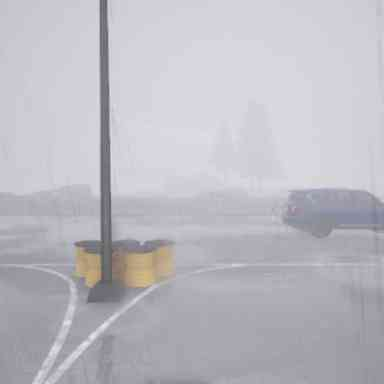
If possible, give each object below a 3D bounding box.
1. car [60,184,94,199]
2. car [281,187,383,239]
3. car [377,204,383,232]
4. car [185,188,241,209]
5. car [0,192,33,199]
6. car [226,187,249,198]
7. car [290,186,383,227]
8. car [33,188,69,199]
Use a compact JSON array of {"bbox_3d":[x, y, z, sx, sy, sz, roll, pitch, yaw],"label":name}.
[{"bbox_3d":[-14.510,0.122,39.368,5.566,2.045,2.150,0,2,0],"label":"car"},{"bbox_3d":[6.788,0.861,14.618,5.566,2.045,2.150,0,2,0],"label":"car"},{"bbox_3d":[9.128,1.271,11.135,4.674,1.442,1.812,0,2,0],"label":"car"},{"bbox_3d":[1.452,0.686,28.832,4.902,1.511,2.128,0,2,0],"label":"car"},{"bbox_3d":[-17.026,0.741,28.889,4.902,1.511,2.128,0,2,0],"label":"car"},{"bbox_3d":[4.325,0.197,39.315,4.553,1.767,2.097,0,2,0],"label":"car"},{"bbox_3d":[8.438,0.742,18.108,5.566,2.045,2.150,0,2,0],"label":"car"},{"bbox_3d":[-16.189,0.545,35.883,4.674,1.442,1.812,0,2,0],"label":"car"}]
